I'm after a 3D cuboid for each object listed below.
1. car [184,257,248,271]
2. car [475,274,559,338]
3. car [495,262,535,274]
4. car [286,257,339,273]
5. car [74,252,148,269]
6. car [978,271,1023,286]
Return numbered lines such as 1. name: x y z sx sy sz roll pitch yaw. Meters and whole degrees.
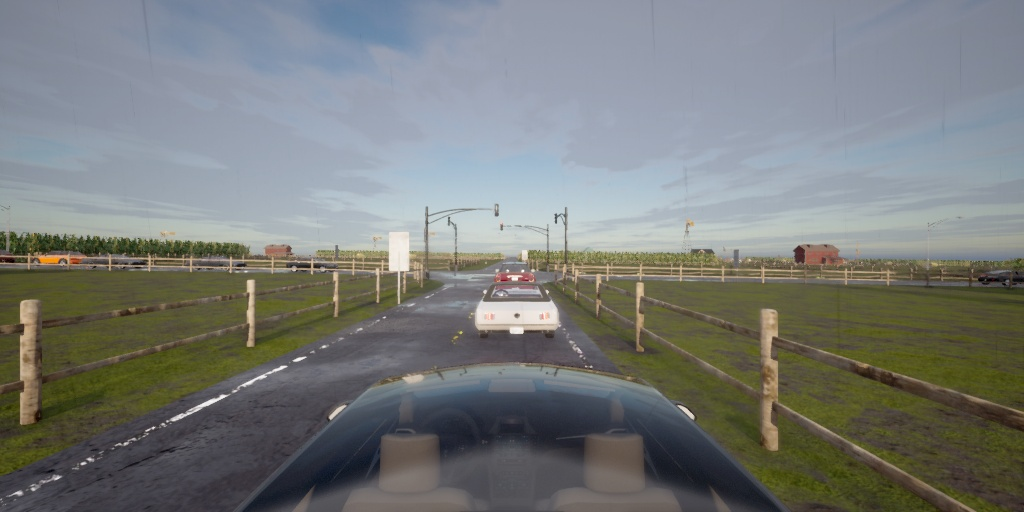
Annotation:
1. car: -30.237 0.759 36.701 5.357 1.411 2.033 1 0 0
2. car: 0.117 1.351 10.098 1.895 1.301 4.718 0 0 0
3. car: 0.164 1.103 19.087 2.097 1.767 4.553 0 0 1
4. car: -20.348 0.896 36.674 4.892 1.490 1.837 1 0 0
5. car: -40.759 0.570 36.729 5.357 1.411 2.033 1 0 1
6. car: 50.689 2.257 36.522 4.892 1.490 1.837 1 0 0
